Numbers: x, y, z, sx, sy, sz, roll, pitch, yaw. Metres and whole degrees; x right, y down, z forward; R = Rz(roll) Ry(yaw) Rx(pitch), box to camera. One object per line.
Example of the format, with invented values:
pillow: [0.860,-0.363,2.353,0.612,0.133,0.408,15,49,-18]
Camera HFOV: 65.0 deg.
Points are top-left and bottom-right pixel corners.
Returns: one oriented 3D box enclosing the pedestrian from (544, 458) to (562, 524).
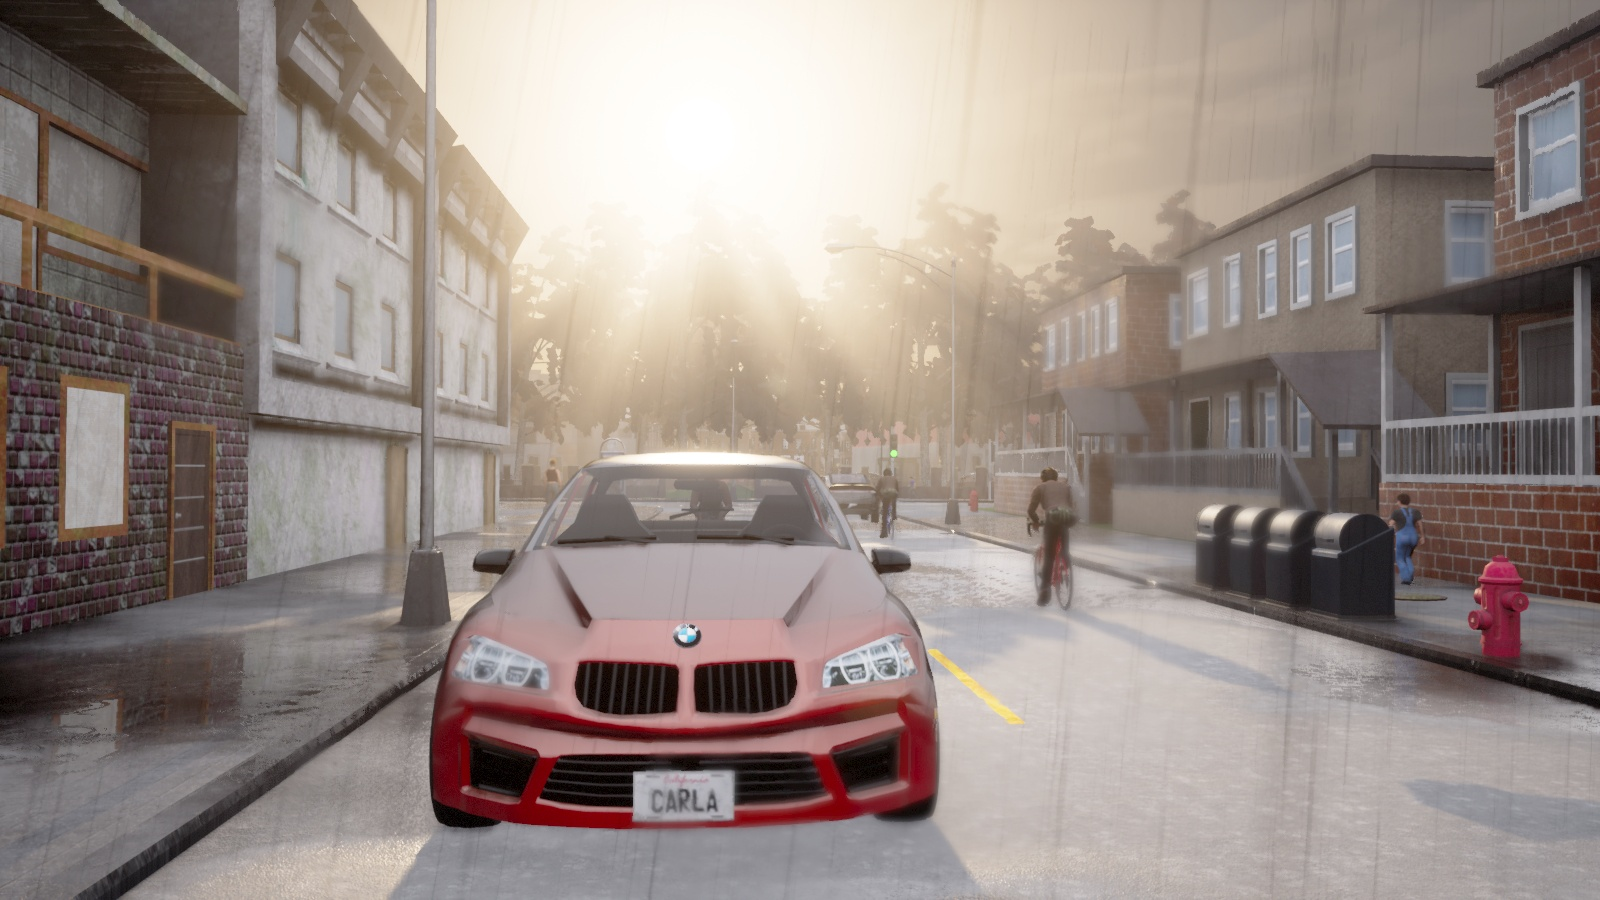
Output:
pedestrian: [-6.964,1.145,35.400,0.345,1.836,0.594,0,-1,4]

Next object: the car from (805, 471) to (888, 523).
car: [1.394,1.429,39.642,2.128,1.511,4.902,0,-1,-4]

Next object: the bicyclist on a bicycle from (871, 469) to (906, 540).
bicyclist on a bicycle: [2.049,1.248,29.170,0.582,1.620,1.656,0,-1,-4]

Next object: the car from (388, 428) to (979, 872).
car: [-0.578,0.778,7.100,2.242,1.667,4.611,0,-1,-4]

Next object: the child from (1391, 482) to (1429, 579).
child: [8.024,1.049,16.530,0.270,1.263,0.437,0,-1,0]

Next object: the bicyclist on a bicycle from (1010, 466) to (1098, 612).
bicyclist on a bicycle: [2.953,1.002,14.730,0.582,1.620,1.656,0,-1,-4]
